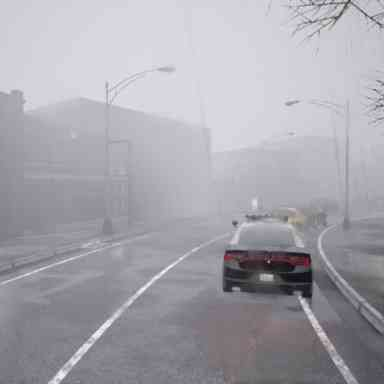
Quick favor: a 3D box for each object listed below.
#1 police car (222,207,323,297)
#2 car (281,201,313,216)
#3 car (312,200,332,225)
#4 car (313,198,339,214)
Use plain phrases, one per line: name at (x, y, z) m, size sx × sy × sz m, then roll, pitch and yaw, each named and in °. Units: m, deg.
police car at (1.976, 1.427, 8.856) m, size 1.930 × 1.638 × 5.238 m, roll 0°, pitch 0°, yaw 12°
car at (5.086, 1.468, 17.736) m, size 1.801 × 1.575 × 5.366 m, roll 1°, pitch 0°, yaw 26°
car at (7.784, 1.534, 22.433) m, size 1.837 × 1.490 × 4.892 m, roll 1°, pitch 0°, yaw 34°
car at (13.382, 1.381, 34.625) m, size 4.553 × 1.767 × 2.097 m, roll 0°, pitch 1°, yaw -39°
